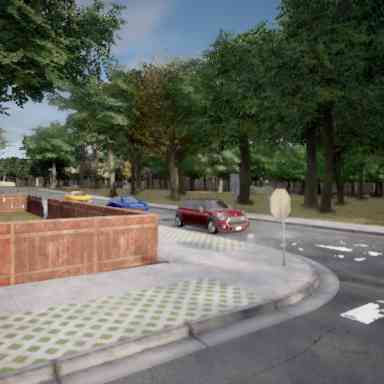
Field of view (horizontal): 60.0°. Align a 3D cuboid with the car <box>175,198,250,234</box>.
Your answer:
[{"bbox_3d":[0.985,1.135,18.055,2.097,1.767,4.553,-2,2,-35],"label":"car"}]

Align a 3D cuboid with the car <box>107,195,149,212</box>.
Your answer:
[{"bbox_3d":[-5.279,1.041,26.889,1.882,1.535,5.008,-2,2,-35],"label":"car"}]

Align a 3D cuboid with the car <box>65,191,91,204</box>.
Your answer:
[{"bbox_3d":[-12.979,0.695,37.770,1.882,1.535,5.008,-2,3,-35],"label":"car"}]
